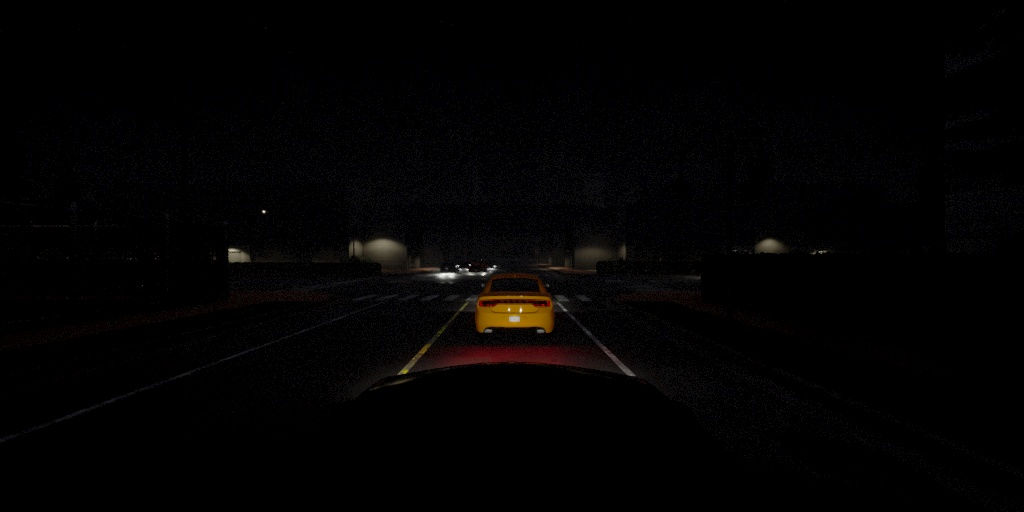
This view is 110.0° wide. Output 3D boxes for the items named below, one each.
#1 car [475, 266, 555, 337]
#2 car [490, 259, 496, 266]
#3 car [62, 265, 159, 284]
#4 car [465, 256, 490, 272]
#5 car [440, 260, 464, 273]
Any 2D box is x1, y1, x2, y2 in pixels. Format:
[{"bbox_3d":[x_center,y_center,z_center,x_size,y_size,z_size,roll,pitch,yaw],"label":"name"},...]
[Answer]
[{"bbox_3d":[0.094,1.228,10.311,1.882,1.535,5.008,0,0,1],"label":"car"},{"bbox_3d":[-4.254,1.367,60.166,1.895,1.301,4.718,0,0,0],"label":"car"},{"bbox_3d":[-28.386,1.314,25.421,5.357,1.411,2.033,0,0,0],"label":"car"},{"bbox_3d":[-4.267,1.118,44.948,2.097,1.767,4.553,0,0,0],"label":"car"},{"bbox_3d":[-7.767,1.258,45.022,2.128,1.511,4.902,0,0,0],"label":"car"}]
